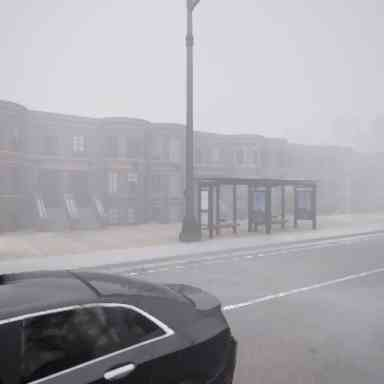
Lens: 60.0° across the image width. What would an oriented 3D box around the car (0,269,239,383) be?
[{"bbox_3d":[-1.776,1.505,2.471,4.892,1.490,1.837,0,0,-38],"label":"car"}]
